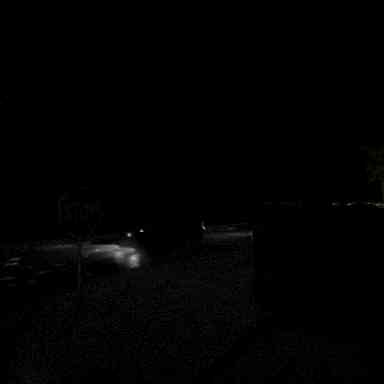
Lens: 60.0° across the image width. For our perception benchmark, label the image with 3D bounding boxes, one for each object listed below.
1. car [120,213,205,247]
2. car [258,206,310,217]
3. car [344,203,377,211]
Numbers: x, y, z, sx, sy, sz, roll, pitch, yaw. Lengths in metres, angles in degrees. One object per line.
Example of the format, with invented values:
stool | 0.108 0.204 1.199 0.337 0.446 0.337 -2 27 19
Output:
car | -1.316 1.720 15.983 4.181 1.385 1.994 1 -1 -43
car | 6.398 1.710 22.998 4.902 1.511 2.128 0 -1 -43
car | 16.213 1.804 31.909 4.892 1.490 1.837 0 -1 -42
